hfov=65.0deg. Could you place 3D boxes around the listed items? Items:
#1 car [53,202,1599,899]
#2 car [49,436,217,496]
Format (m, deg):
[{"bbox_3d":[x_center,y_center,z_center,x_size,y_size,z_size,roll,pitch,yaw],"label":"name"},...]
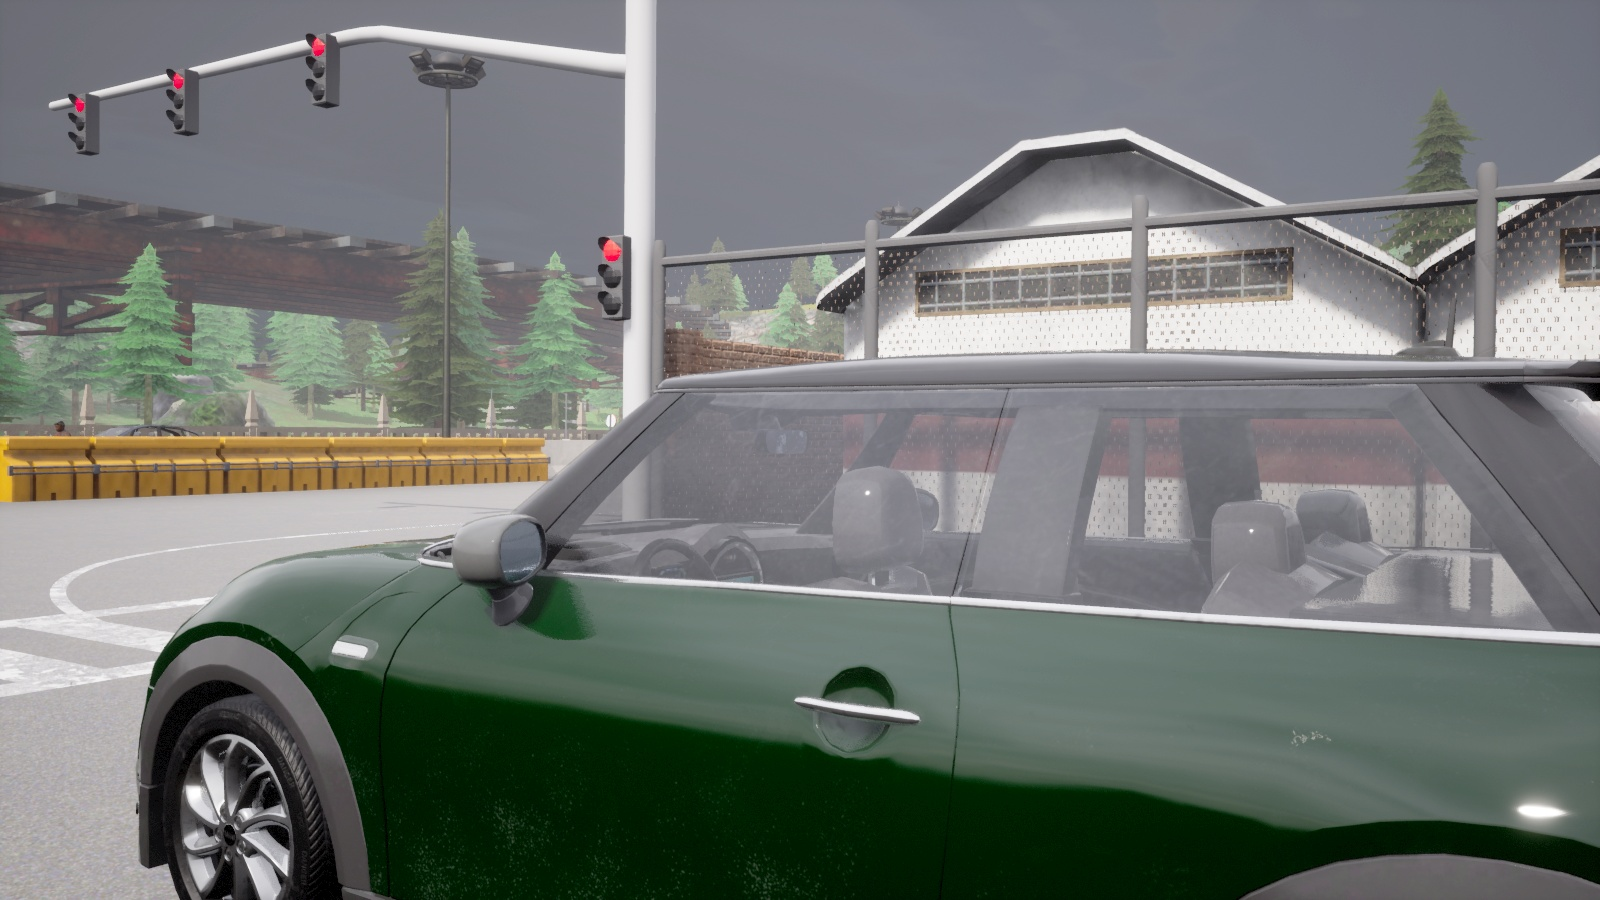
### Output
[{"bbox_3d":[0.186,0.540,3.498,4.553,1.767,2.097,0,1,33],"label":"car"},{"bbox_3d":[-18.487,0.400,34.944,1.789,1.549,3.705,0,1,32],"label":"car"}]
